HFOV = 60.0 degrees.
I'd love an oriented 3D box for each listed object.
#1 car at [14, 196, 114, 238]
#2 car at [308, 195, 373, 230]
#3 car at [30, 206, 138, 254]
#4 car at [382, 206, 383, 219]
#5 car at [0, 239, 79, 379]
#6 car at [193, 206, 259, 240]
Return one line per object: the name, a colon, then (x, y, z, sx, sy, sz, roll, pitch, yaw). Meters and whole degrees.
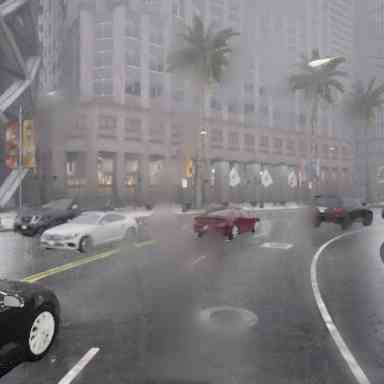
car: (-6.295, 1.219, 17.398, 2.150, 2.045, 5.566, 0, 0, 27)
car: (9.538, 1.214, 21.225, 5.566, 2.045, 2.150, 1, 0, -43)
car: (-4.017, 1.523, 13.840, 1.812, 1.442, 4.674, 0, 0, 24)
car: (17.845, 1.348, 27.504, 4.553, 1.767, 2.097, 0, 0, -30)
car: (-3.032, 1.498, 3.103, 1.837, 1.490, 4.892, 0, -2, 5)
car: (1.926, 1.475, 17.237, 1.882, 1.535, 5.008, 0, 0, 30)
